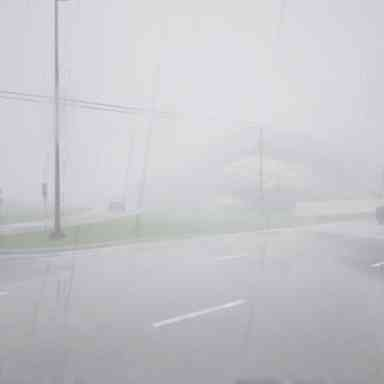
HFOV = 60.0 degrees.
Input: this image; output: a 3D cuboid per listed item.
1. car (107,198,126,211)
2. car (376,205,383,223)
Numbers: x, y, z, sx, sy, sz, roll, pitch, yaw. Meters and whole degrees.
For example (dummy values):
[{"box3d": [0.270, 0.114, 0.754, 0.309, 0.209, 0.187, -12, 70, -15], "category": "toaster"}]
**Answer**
[{"box3d": [-8.805, 1.430, 39.168, 1.812, 1.442, 4.674, 0, 0, -12], "category": "car"}, {"box3d": [14.492, 1.323, 22.687, 5.008, 1.535, 1.882, 0, 0, -36], "category": "car"}]
